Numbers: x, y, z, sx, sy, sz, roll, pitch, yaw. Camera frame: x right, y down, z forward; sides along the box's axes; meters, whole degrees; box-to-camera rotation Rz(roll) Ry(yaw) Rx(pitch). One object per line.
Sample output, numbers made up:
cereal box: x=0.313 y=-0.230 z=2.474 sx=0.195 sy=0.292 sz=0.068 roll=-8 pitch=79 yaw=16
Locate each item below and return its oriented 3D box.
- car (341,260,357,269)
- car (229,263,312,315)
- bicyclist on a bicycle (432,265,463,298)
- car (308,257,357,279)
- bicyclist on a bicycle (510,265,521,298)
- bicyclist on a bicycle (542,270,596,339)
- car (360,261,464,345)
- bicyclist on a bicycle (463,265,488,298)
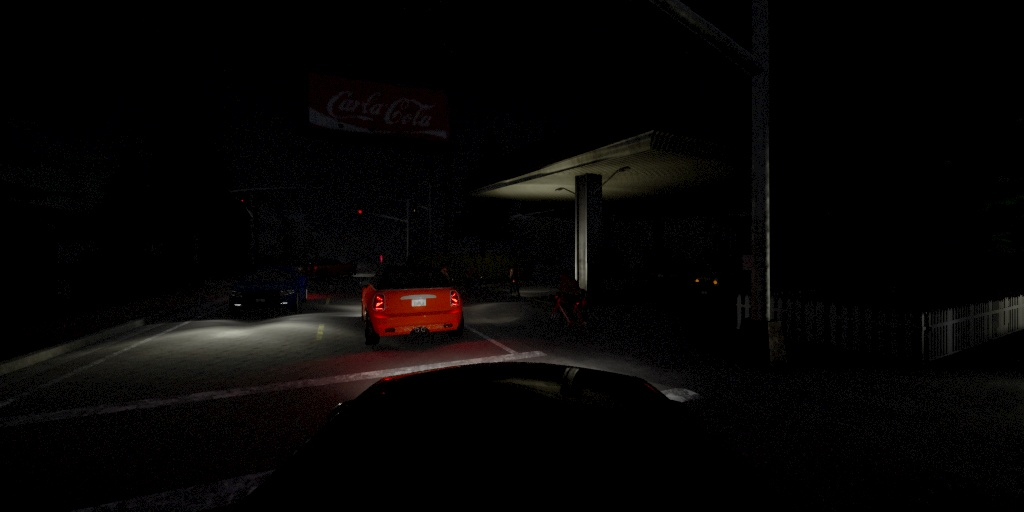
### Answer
car: x=-23.998 y=1.210 z=52.787 sx=1.895 sy=1.301 sz=4.718 roll=0 pitch=0 yaw=-27
car: x=-8.951 y=1.149 z=13.517 sx=1.882 sy=1.535 sz=5.008 roll=1 pitch=-1 yaw=-25
bicyclist on a bicycle: x=-3.204 y=1.237 z=16.513 sx=1.656 sy=1.620 sz=0.582 roll=1 pitch=0 yaw=35
car: x=-16.454 y=1.056 z=32.469 sx=2.097 sy=1.767 sz=4.553 roll=0 pitch=1 yaw=24
bicyclist on a bicycle: x=0.156 y=1.271 z=18.132 sx=0.582 sy=1.620 sz=1.656 roll=0 pitch=0 yaw=14
bicyclist on a bicycle: x=1.403 y=1.181 z=8.962 sx=0.582 sy=1.620 sz=1.656 roll=3 pitch=-2 yaw=-45
car: x=-2.829 y=1.002 z=9.502 sx=2.097 sy=1.767 sz=4.553 roll=0 pitch=0 yaw=-24
bicyclist on a bicycle: x=-1.948 y=1.267 z=17.941 sx=1.656 sy=1.620 sz=0.582 roll=1 pitch=0 yaw=-23
